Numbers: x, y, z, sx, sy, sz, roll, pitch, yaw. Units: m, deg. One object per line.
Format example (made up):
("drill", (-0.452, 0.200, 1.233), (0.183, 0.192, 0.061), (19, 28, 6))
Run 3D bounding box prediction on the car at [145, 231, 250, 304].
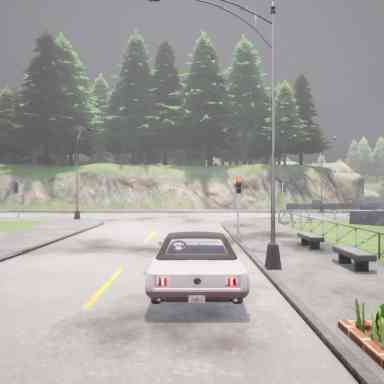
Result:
("car", (0.095, 1.601, 8.086), (1.895, 1.301, 4.718), (0, 0, 0))
